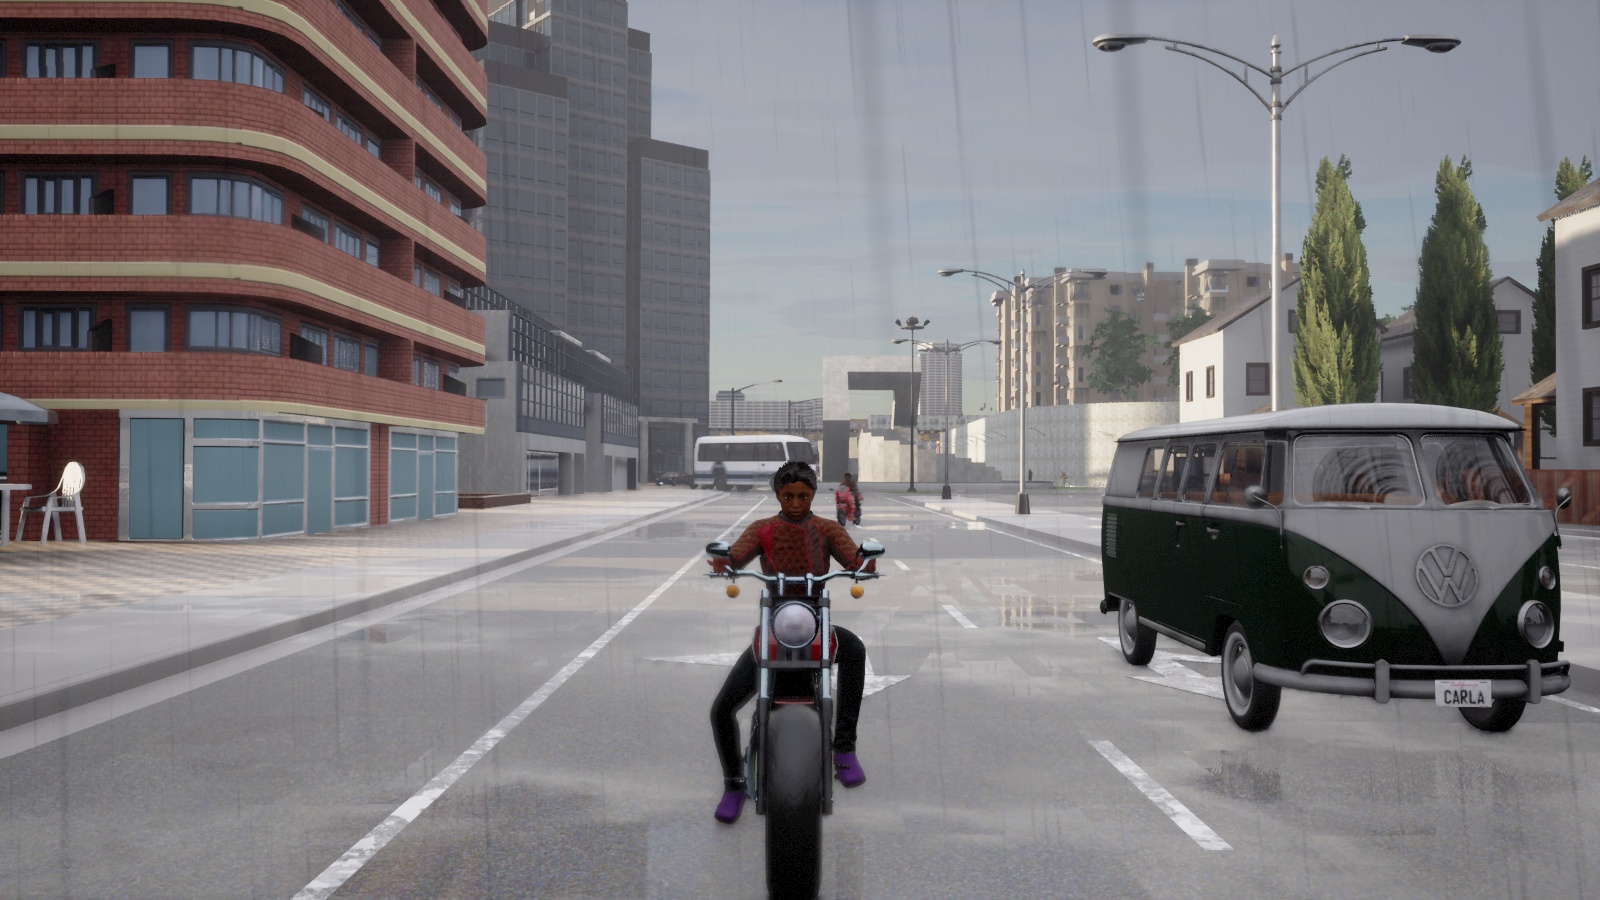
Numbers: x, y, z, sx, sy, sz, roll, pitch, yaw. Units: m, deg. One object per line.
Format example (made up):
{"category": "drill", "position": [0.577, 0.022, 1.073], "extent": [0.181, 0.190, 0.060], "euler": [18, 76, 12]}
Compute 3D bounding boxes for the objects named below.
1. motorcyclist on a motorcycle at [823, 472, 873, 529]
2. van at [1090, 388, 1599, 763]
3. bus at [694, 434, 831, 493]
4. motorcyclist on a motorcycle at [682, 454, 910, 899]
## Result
{"category": "motorcyclist on a motorcycle", "position": [1.345, 1.376, 34.877], "extent": [0.797, 1.523, 2.044], "euler": [-1, -1, 20]}
{"category": "van", "position": [3.474, 0.701, 8.916], "extent": [1.775, 1.987, 4.442], "euler": [0, -1, 0]}
{"category": "bus", "position": [-2.924, 1.032, 94.480], "extent": [10.273, 4.253, 3.944], "euler": [-1, -1, 40]}
{"category": "motorcyclist on a motorcycle", "position": [-0.016, 0.856, 5.427], "extent": [0.766, 1.649, 2.350], "euler": [0, -1, 0]}
